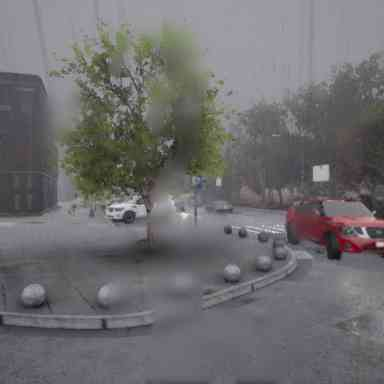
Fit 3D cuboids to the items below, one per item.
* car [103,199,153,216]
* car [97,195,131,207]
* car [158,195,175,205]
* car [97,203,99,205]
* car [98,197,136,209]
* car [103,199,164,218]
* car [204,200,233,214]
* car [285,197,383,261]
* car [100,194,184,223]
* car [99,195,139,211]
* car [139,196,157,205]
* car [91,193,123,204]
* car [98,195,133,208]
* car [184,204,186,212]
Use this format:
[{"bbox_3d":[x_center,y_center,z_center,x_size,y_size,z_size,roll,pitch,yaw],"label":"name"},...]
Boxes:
[{"bbox_3d":[-6.570,1.531,34.405,4.674,1.452,2.002,-1,0,-38],"label":"car"},{"bbox_3d":[-12.089,1.375,51.563,4.553,1.767,2.185,-1,1,-38],"label":"car"},{"bbox_3d":[-4.578,1.376,58.878,2.097,1.767,4.553,0,0,-18],"label":"car"},{"bbox_3d":[-8.413,1.493,40.117,5.008,1.535,2.097,-1,1,-38],"label":"car"},{"bbox_3d":[-10.273,1.536,45.834,4.674,1.452,2.002,-1,0,-38],"label":"car"},{"bbox_3d":[-5.486,1.485,31.664,5.366,1.575,1.946,-1,0,-38],"label":"car"},{"bbox_3d":[2.841,1.572,36.240,1.994,1.385,4.181,0,0,-18],"label":"car"},{"bbox_3d":[5.429,1.223,12.726,2.150,2.045,5.566,1,0,-5],"label":"car"},{"bbox_3d":[-3.781,1.237,25.811,5.566,2.045,2.435,-1,1,-38],"label":"car"},{"bbox_3d":[-9.378,1.369,42.961,4.553,1.767,2.185,-1,0,-38],"label":"car"},{"bbox_3d":[-7.132,1.330,53.540,1.895,1.301,4.718,0,0,-18],"label":"car"},{"bbox_3d":[-16.719,1.277,65.863,5.566,2.045,2.435,-1,0,-38],"label":"car"},{"bbox_3d":[-11.167,1.372,48.707,4.553,1.767,2.185,-1,1,-38],"label":"car"},{"bbox_3d":[-2.125,1.513,37.840,1.837,1.490,4.892,0,0,-18],"label":"car"}]
